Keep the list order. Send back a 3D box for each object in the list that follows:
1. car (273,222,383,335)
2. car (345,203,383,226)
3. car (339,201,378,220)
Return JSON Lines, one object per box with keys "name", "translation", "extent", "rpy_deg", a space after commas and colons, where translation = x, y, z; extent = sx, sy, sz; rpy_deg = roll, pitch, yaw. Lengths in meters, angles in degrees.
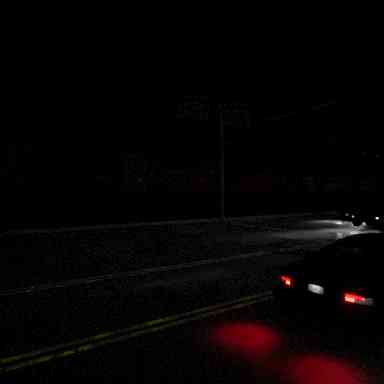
{"name": "car", "translation": [3.967, 1.547, 6.600], "extent": [5.357, 1.411, 2.033], "rpy_deg": [0, 0, -35]}
{"name": "car", "translation": [12.116, 1.601, 21.230], "extent": [4.718, 1.301, 1.895], "rpy_deg": [0, 0, -36]}
{"name": "car", "translation": [13.743, 1.505, 26.688], "extent": [4.892, 1.490, 1.837], "rpy_deg": [0, 0, -36]}
